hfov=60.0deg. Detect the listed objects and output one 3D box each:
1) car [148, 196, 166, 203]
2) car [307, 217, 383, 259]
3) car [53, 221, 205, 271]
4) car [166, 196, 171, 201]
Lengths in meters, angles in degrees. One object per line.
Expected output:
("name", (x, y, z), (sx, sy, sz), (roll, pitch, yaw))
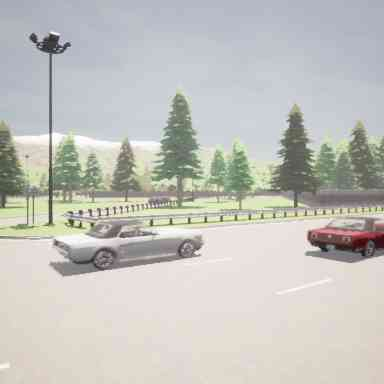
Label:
("car", (-6.563, 1.491, 59.644), (2.128, 1.511, 4.902), (0, 0, 6))
("car", (6.574, 1.601, 12.708), (4.718, 1.301, 1.895), (0, 0, -35))
("car", (-1.903, 1.601, 10.977), (4.718, 1.301, 1.895), (0, 0, -35))
("car", (-5.586, 1.525, 69.766), (1.812, 1.442, 4.674), (0, 0, 5))
